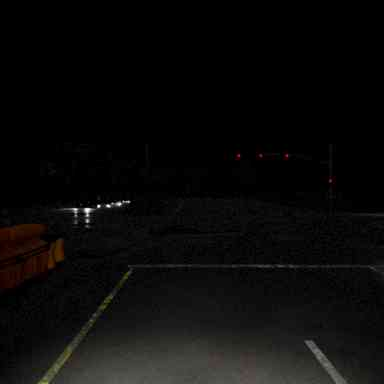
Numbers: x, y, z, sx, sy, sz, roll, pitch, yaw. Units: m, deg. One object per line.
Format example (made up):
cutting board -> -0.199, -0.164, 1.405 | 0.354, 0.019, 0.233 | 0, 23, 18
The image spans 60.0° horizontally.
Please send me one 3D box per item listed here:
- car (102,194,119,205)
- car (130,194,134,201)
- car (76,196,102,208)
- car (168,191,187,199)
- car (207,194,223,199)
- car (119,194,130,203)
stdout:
car -> -14.023, 1.134, 54.672 | 2.097, 1.767, 4.553 | 0, 0, 0
car -> -14.132, 1.221, 74.371 | 2.128, 1.511, 4.902 | 0, 0, -3
car -> -14.047, 1.331, 44.641 | 1.837, 1.490, 4.892 | 0, 0, 0
car -> -4.170, 0.822, 95.213 | 2.150, 2.045, 5.566 | 0, 0, -22
car -> 6.999, 1.146, 94.647 | 2.033, 1.411, 5.357 | 0, 0, -18
car -> -13.966, 1.232, 64.062 | 2.128, 1.511, 4.902 | 0, 0, 1
